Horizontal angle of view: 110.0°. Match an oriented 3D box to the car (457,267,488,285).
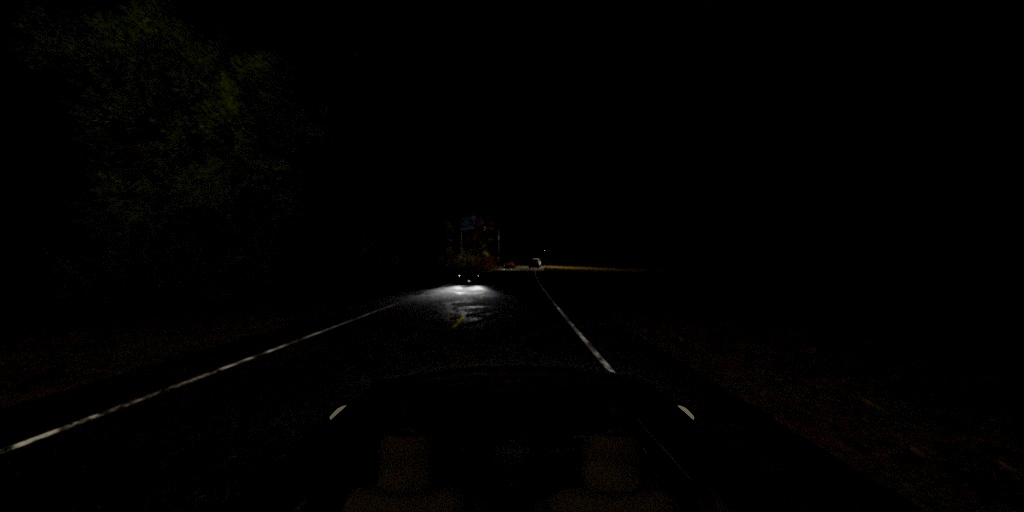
[{"bbox_3d":[-3.103,1.555,28.675,1.895,1.301,4.718,0,0,2],"label":"car"}]
